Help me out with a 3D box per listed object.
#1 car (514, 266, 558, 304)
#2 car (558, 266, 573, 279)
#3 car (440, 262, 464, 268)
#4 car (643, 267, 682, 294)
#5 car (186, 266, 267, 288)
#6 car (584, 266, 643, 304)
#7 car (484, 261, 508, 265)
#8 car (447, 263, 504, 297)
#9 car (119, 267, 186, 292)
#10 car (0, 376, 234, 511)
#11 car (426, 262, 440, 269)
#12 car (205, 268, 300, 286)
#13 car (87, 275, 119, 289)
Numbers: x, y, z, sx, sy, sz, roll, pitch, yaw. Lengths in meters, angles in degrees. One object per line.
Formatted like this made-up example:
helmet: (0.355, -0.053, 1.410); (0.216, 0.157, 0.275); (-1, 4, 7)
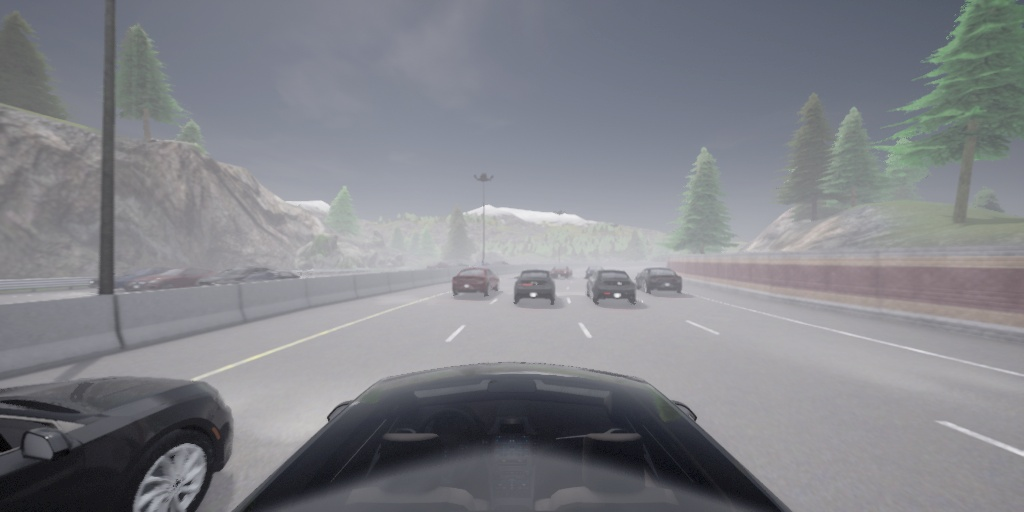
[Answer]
car: (1.176, 1.398, 17.474); (1.837, 1.490, 4.892); (0, -1, 6)
car: (5.350, 1.692, 38.369); (1.895, 1.301, 4.718); (0, -1, 16)
car: (-9.342, 1.787, 60.652); (2.033, 1.411, 5.357); (0, -1, 22)
car: (8.904, 1.437, 22.102); (1.882, 1.535, 5.008); (0, -1, 9)
car: (-16.113, 1.376, 21.510); (1.837, 1.490, 4.892); (0, -1, 8)
car: (4.705, 1.410, 17.473); (1.837, 1.490, 4.892); (0, 0, 7)
car: (-2.302, 1.604, 59.370); (2.097, 1.767, 4.553); (0, -1, 23)
car: (-1.949, 1.387, 20.528); (1.882, 1.535, 5.008); (0, -1, 8)
car: (-19.667, 1.384, 21.369); (1.812, 1.442, 4.674); (0, -1, 8)
car: (-3.320, 1.239, 1.095); (1.837, 1.490, 4.892); (0, 0, 0)
car: (-12.797, 1.712, 61.424); (1.882, 1.535, 5.008); (0, 0, 22)
car: (-12.951, 1.460, 18.934); (1.895, 1.301, 4.718); (0, -1, 7)
car: (-23.024, 1.409, 22.912); (2.033, 1.411, 5.357); (0, -1, 8)
